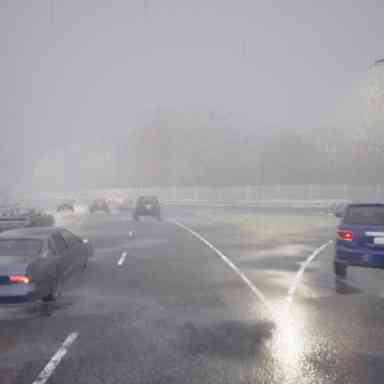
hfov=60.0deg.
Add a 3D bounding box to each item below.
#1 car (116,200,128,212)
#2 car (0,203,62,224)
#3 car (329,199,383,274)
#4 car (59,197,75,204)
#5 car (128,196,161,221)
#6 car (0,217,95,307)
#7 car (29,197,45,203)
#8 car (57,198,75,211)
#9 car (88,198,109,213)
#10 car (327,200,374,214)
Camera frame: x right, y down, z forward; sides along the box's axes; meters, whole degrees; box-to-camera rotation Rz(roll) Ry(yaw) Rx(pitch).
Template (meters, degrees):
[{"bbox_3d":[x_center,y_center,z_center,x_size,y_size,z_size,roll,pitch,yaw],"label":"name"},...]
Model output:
[{"bbox_3d":[-8.223,1.732,41.573,1.994,1.385,4.181,0,0,-22],"label":"car"},{"bbox_3d":[-8.625,1.588,17.467,2.128,1.511,4.902,0,0,-9],"label":"car"},{"bbox_3d":[5.598,1.225,10.124,2.150,2.045,5.566,-1,0,27],"label":"car"},{"bbox_3d":[-27.694,1.914,73.686,1.994,1.385,4.181,0,0,-43],"label":"car"},{"bbox_3d":[-4.027,1.330,28.789,2.150,2.045,5.566,0,0,-14],"label":"car"},{"bbox_3d":[-3.849,1.592,8.256,2.033,1.411,5.357,0,0,-5],"label":"car"},{"bbox_3d":[-39.409,2.008,85.639,1.994,1.385,4.181,0,0,-44],"label":"car"},{"bbox_3d":[-16.617,1.740,43.430,1.812,1.442,4.674,0,0,-24],"label":"car"},{"bbox_3d":[-11.113,1.527,39.408,2.097,1.767,4.553,0,0,-21],"label":"car"},{"bbox_3d":[16.821,1.596,35.465,4.181,1.385,1.994,0,0,9],"label":"car"}]
